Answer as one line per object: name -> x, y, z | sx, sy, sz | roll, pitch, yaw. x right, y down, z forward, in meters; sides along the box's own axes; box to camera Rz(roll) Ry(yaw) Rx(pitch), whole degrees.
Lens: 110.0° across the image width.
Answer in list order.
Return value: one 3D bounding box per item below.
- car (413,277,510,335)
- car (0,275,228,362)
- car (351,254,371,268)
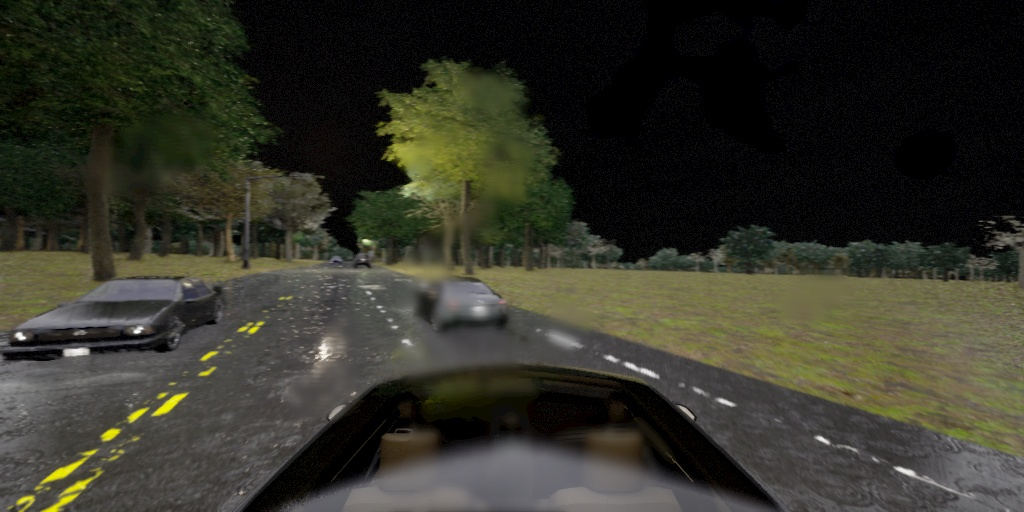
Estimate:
car -> -1.666, 1.308, 10.743 | 1.994, 1.385, 4.181 | 1, 0, -26
car -> -8.209, 1.161, 8.207 | 2.033, 1.411, 5.357 | 1, 0, -26
car -> -22.488, 0.735, 53.810 | 2.150, 2.045, 5.566 | 1, 0, -26
